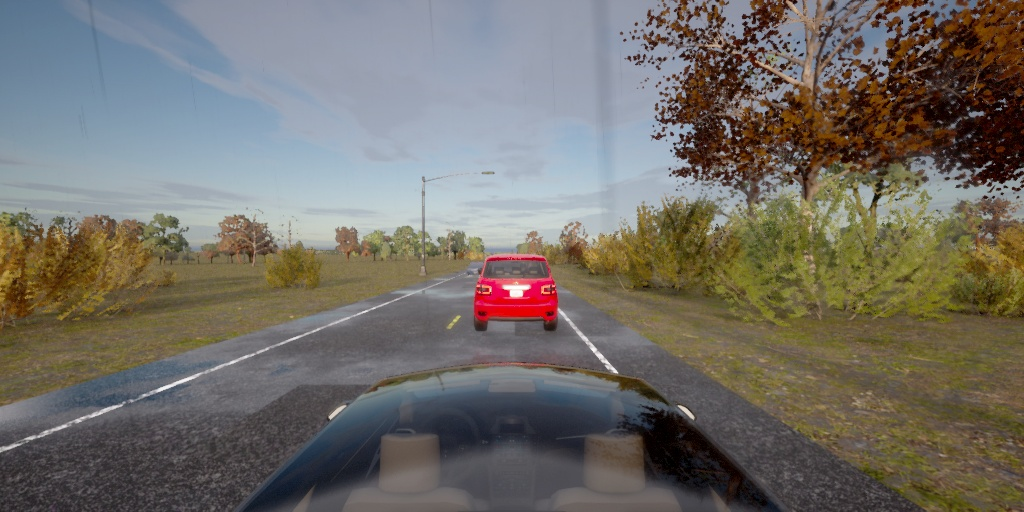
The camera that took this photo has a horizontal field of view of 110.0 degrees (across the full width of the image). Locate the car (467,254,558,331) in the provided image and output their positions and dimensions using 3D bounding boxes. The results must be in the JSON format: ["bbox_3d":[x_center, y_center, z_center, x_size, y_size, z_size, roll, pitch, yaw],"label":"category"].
[{"bbox_3d":[0.093,0.966,11.067,2.150,2.045,5.566,0,0,0],"label":"car"}]

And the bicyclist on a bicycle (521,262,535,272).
[{"bbox_3d":[0.945,1.111,18.773,0.659,1.776,1.843,0,0,0],"label":"bicyclist on a bicycle"}]

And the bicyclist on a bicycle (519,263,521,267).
[{"bbox_3d":[0.907,1.106,28.786,0.659,1.776,1.843,0,0,0],"label":"bicyclist on a bicycle"}]
